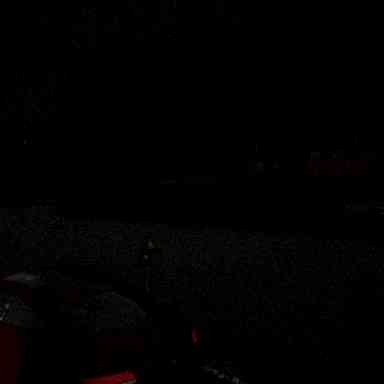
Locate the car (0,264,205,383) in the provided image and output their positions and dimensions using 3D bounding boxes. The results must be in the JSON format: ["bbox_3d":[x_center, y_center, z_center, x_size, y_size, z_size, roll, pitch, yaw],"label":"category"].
[{"bbox_3d":[-1.811,1.580,4.093,4.206,1.307,1.802,0,1,36],"label":"car"}]

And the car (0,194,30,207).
[{"bbox_3d":[-21.581,0.978,38.893,1.837,1.490,4.892,1,2,35],"label":"car"}]
